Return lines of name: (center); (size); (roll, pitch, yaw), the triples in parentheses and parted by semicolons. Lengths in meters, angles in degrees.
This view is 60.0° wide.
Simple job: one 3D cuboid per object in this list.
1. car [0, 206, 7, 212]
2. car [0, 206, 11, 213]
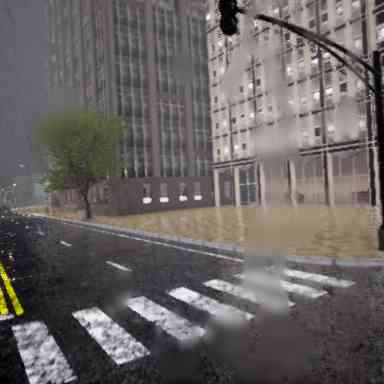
car: (-45.259, 3.957, 79.178); (1.895, 1.301, 4.718); (-3, 0, -33)
car: (-39.536, 3.703, 70.439); (1.837, 1.490, 4.892); (-3, 0, -33)
